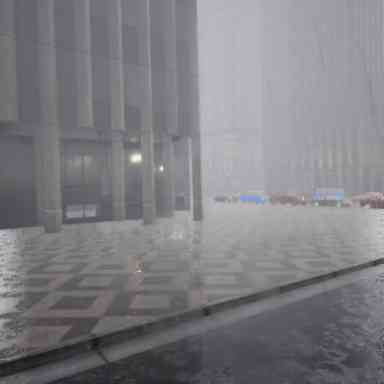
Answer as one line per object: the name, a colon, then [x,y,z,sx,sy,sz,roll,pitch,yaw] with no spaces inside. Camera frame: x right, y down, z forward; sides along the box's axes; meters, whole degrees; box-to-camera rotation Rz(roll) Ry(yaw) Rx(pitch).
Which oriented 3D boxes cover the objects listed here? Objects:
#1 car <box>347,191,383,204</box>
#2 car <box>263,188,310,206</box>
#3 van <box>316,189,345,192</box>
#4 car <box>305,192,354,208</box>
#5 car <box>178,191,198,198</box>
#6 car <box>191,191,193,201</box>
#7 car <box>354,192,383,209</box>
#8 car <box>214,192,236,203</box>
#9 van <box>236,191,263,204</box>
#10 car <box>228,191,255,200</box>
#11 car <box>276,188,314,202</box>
car: [21.516,0.645,40.208,1.752,1.417,4.829,-2,1,-36]
car: [11.456,0.705,39.603,2.192,1.841,5.009,-2,1,-36]
van: [18.394,0.438,44.557,1.690,1.788,3.998,-2,1,-36]
car: [14.681,0.963,35.117,2.008,1.369,4.403,-2,1,-36]
car: [-0.904,0.519,71.511,2.008,1.369,4.403,-2,1,-36]
car: [-1.415,0.854,57.570,2.008,1.369,4.403,-2,1,-36]
car: [17.900,0.980,30.626,1.887,1.381,4.507,-2,1,-36]
car: [5.021,0.787,48.586,1.967,1.590,4.097,-2,1,-36]
van: [8.237,0.709,44.094,1.690,1.788,3.998,-2,1,-36]
car: [8.648,0.557,58.174,1.752,1.417,4.829,-2,1,-36]
car: [15.176,0.390,49.048,2.192,1.841,5.009,-2,1,-36]
